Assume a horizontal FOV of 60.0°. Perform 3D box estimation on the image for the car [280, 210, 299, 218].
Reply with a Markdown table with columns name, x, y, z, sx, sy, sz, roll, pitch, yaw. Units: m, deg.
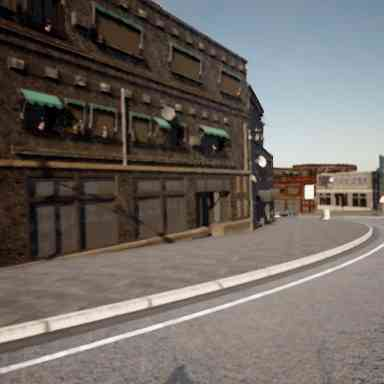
| name | x | y | z | sx | sy | sz | roll | pitch | yaw |
| --- | --- | --- | --- | --- | --- | --- | --- | --- | --- |
| car | 19.327 | 4.447 | 66.388 | 1.837 | 1.490 | 4.892 | -2 | -4 | -15 |
